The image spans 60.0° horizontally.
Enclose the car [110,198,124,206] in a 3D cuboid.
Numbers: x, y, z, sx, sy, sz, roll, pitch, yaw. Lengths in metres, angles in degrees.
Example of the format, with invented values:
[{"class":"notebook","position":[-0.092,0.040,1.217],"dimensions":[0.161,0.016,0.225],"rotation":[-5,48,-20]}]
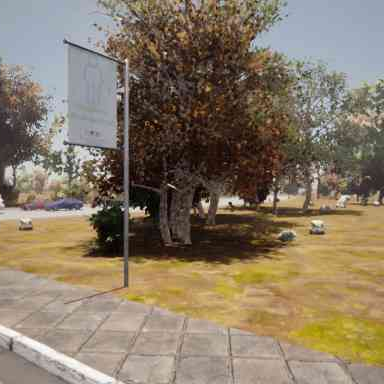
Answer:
[{"class":"car","position":[-9.193,1.556,48.090],"dimensions":[1.895,1.301,4.718],"rotation":[0,0,37]}]

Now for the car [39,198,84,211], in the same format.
[{"class":"car","position":[-15.397,1.515,40.152],"dimensions":[1.812,1.442,4.674],"rotation":[0,0,38]}]

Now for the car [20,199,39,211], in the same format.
[{"class":"car","position":[-18.958,1.556,41.288],"dimensions":[1.994,1.385,4.181],"rotation":[0,0,39]}]

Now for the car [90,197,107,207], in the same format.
[{"class":"car","position":[-12.699,1.466,49.274],"dimensions":[1.837,1.490,4.892],"rotation":[0,0,38]}]

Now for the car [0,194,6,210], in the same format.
[{"class":"car","position":[-21.415,1.221,32.591],"dimensions":[2.150,2.045,5.566],"rotation":[0,0,39]}]
